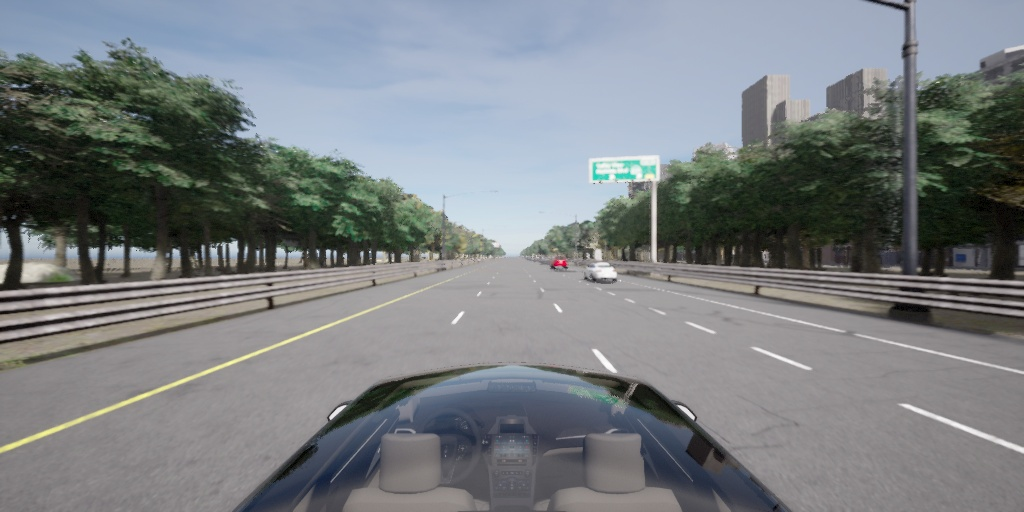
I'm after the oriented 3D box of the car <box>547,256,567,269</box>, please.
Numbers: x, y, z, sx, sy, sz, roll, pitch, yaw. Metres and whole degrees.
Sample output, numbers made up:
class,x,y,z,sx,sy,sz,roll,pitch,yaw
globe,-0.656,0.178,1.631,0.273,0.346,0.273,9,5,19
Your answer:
class,x,y,z,sx,sy,sz,roll,pitch,yaw
car,7.102,0.959,54.784,2.150,2.045,5.566,0,0,0

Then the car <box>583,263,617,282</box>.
class,x,y,z,sx,sy,sz,roll,pitch,yaw
car,7.043,1.271,28.769,1.812,1.442,4.674,0,0,0
